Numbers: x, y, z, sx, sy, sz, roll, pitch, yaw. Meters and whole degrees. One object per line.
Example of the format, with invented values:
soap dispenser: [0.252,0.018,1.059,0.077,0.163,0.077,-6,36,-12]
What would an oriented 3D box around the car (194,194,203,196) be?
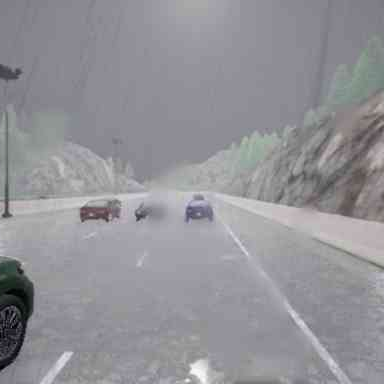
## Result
car: [1.138,1.103,57.060,1.837,1.490,4.892,0,0,1]

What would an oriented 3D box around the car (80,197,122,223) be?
car: [-6.479,1.293,24.012,1.882,1.535,5.008,0,0,1]

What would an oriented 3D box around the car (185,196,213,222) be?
car: [0.532,1.305,24.545,1.882,1.535,5.008,0,0,1]

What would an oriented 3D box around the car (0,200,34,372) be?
car: [-3.384,1.194,2.437,2.150,2.045,5.566,0,0,1]

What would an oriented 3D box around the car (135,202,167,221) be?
car: [-2.963,1.418,25.021,1.895,1.301,4.718,0,0,1]

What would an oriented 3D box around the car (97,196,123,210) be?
car: [-9.690,1.264,39.530,1.994,1.385,4.181,0,0,1]
